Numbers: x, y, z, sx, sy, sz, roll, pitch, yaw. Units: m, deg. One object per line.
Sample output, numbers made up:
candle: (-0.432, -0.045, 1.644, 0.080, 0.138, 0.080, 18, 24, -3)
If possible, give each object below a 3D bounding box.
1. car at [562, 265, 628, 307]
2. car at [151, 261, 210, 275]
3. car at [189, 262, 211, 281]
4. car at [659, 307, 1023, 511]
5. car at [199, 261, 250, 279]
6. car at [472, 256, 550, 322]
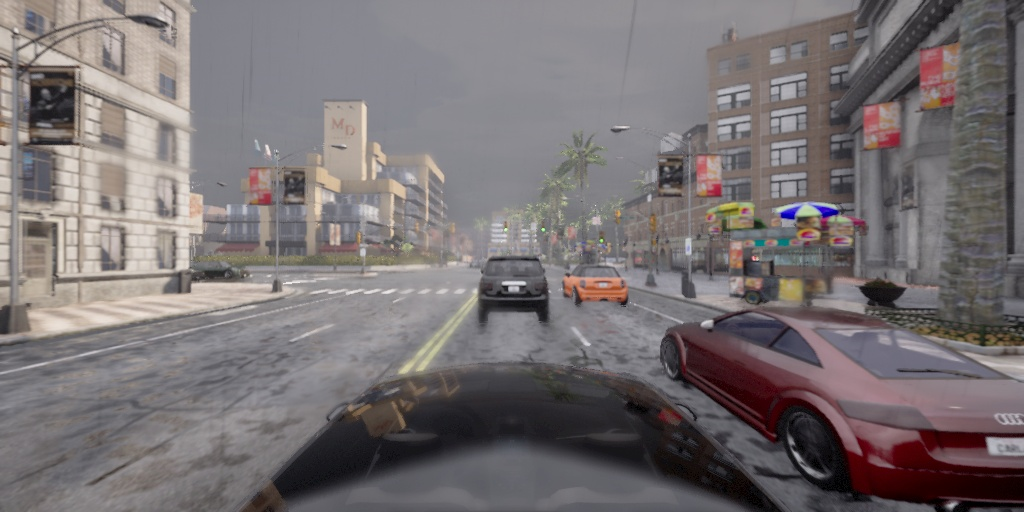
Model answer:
car: (3.545, 1.158, 16.077, 2.097, 1.767, 4.553, 0, 0, 0)
car: (-38.533, 1.406, 41.745, 4.902, 1.511, 2.128, 0, 0, -1)
car: (-29.086, 1.415, 30.170, 5.357, 1.411, 2.033, 0, 0, 0)
car: (3.539, 1.324, 4.545, 1.994, 1.385, 4.181, 0, 0, 0)
car: (-27.319, 1.233, 33.693, 4.553, 1.767, 2.097, 0, 0, -1)
car: (0.050, 1.014, 12.604, 2.150, 2.045, 5.566, 0, 0, 0)
